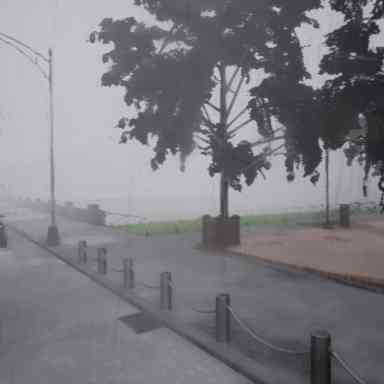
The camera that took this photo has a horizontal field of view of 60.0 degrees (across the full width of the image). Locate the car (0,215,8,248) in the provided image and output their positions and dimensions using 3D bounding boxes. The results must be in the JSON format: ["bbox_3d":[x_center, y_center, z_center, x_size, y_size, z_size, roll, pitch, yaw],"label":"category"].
[{"bbox_3d":[-8.623,1.374,13.261,1.837,1.490,4.892,-1,1,-36],"label":"car"}]

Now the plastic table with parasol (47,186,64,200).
[{"bbox_3d":[-25.359,0.206,61.739,2.482,2.480,2.482,-1,1,-36],"label":"plastic table with parasol"}]
